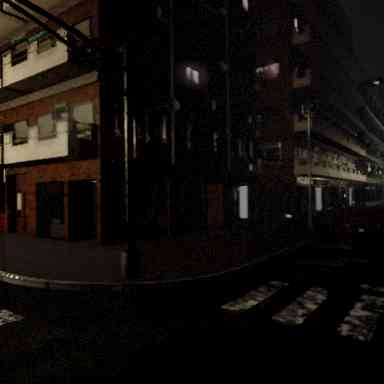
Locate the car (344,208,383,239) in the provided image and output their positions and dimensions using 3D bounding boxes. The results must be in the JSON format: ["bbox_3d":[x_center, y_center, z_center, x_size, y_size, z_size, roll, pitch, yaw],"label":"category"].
[{"bbox_3d":[9.131,1.520,17.156,1.887,1.381,4.507,-1,0,36],"label":"car"}]
